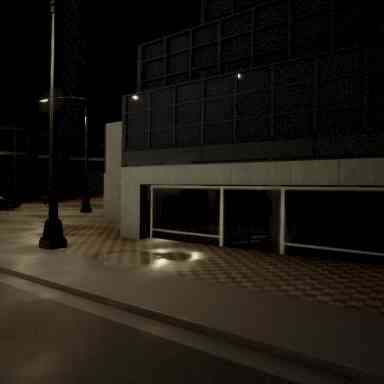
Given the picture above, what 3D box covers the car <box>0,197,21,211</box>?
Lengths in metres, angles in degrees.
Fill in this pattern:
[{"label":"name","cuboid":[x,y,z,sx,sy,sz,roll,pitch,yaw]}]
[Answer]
[{"label":"car","cuboid":[-18.734,1.125,31.027,1.895,1.301,4.718,1,1,36]}]
